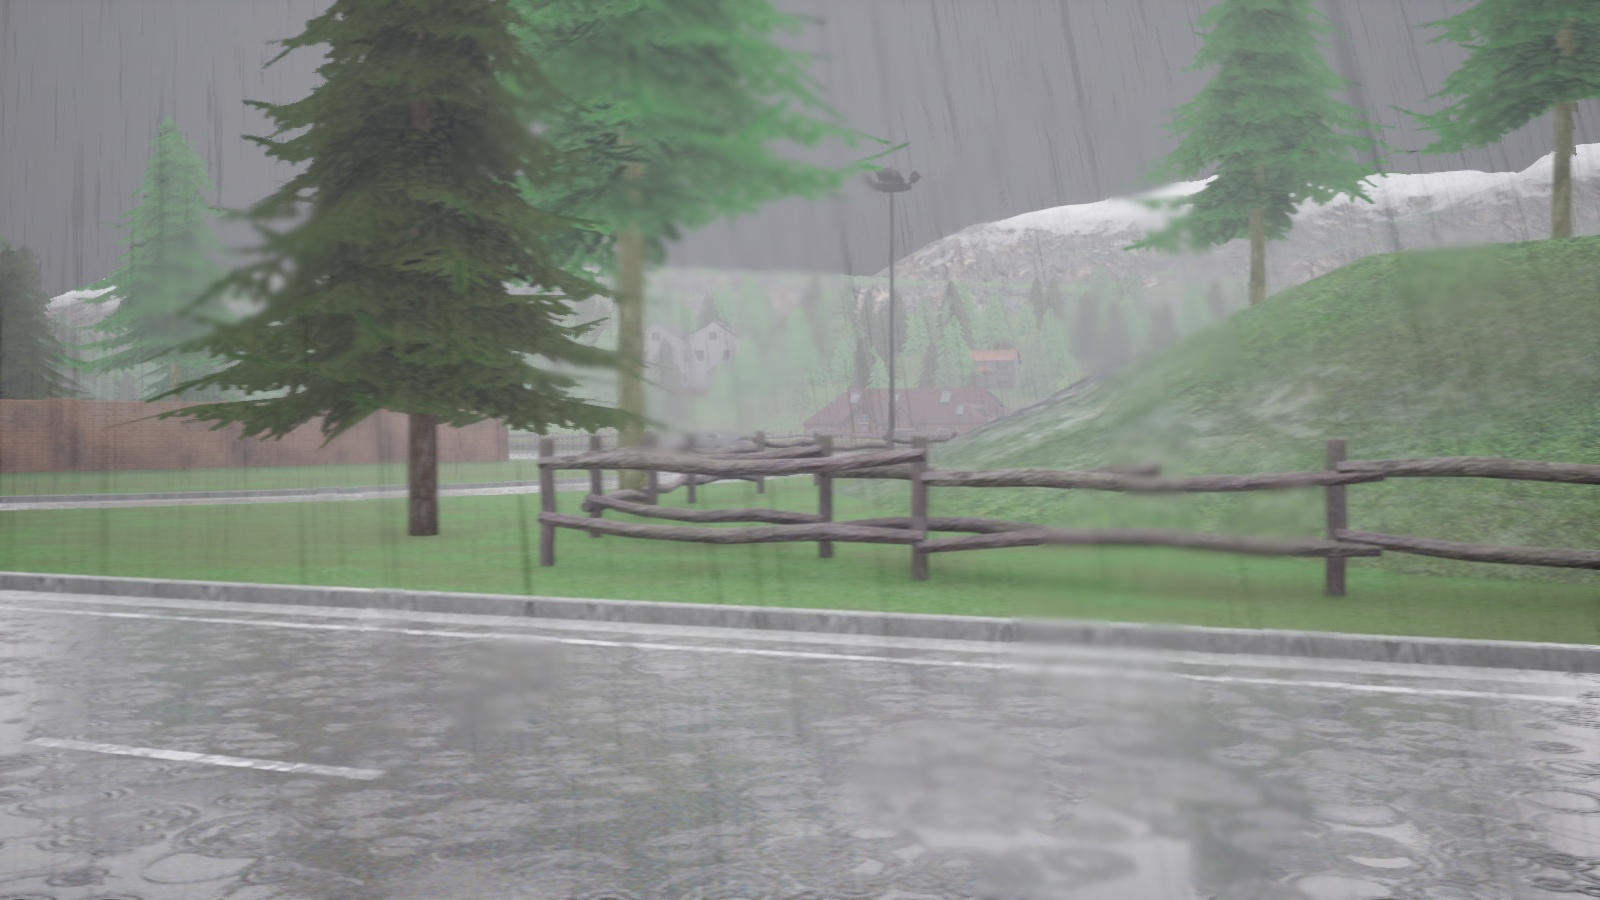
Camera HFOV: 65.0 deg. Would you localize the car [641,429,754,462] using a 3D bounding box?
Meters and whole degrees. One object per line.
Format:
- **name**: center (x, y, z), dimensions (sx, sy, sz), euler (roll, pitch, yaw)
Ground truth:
- **car**: center (-4.867, -0.243, 59.846), dimensions (4.902, 1.511, 2.128), euler (1, 1, 19)
